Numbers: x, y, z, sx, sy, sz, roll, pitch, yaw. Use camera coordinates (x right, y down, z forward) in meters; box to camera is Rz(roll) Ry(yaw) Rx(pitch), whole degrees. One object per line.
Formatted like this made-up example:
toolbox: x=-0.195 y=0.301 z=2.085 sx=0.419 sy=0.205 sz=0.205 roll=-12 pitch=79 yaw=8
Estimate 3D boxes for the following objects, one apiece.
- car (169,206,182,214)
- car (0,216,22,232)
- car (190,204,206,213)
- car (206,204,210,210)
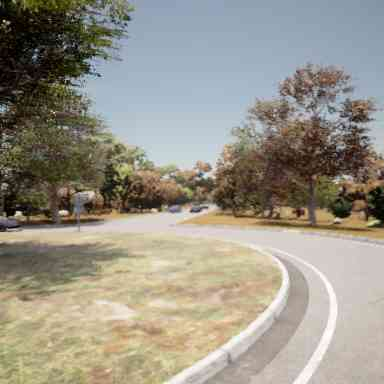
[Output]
car: x=-3.073 y=3.268 z=62.281 sx=1.812 sy=1.442 sz=4.674 roll=-1 pitch=-2 yaw=10
car: x=-16.732 y=2.560 z=26.794 sx=5.357 sy=1.411 sz=2.033 roll=0 pitch=-2 yaw=-22
car: x=0.863 y=3.298 z=64.405 sx=1.994 sy=1.385 sz=4.181 roll=-1 pitch=-1 yaw=9
car: x=3.045 y=3.498 z=78.233 sx=1.895 sy=1.301 sz=4.718 roll=-1 pitch=-2 yaw=9
